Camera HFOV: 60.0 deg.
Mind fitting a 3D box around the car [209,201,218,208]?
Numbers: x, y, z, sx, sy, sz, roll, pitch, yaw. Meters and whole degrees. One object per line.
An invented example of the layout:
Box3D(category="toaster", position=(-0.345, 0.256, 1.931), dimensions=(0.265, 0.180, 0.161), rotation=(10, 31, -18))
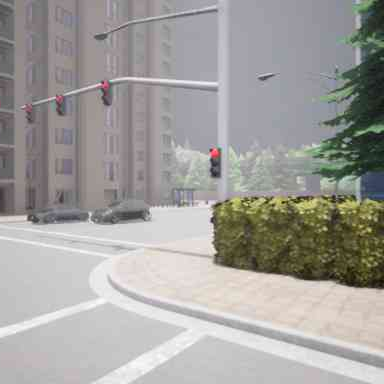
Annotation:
Box3D(category="car", position=(4.380, 1.553, 43.328), dimensions=(2.033, 1.411, 5.357), rotation=(0, 0, 37))

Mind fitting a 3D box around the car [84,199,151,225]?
Box3D(category="car", position=(-5.163, 1.356, 24.506), dimensions=(2.097, 1.767, 4.553), rotation=(0, 0, 36))

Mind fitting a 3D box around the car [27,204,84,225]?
Box3D(category="car", position=(-9.693, 1.569, 24.324), dimensions=(1.994, 1.385, 4.181), rotation=(0, 0, 38))

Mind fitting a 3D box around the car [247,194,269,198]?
Box3D(category="car", position=(8.187, 1.231, 42.579), dimensions=(2.150, 2.045, 5.566), rotation=(0, 0, 36))
